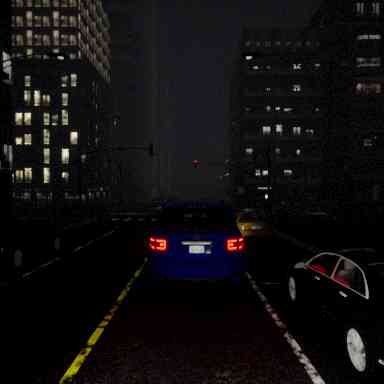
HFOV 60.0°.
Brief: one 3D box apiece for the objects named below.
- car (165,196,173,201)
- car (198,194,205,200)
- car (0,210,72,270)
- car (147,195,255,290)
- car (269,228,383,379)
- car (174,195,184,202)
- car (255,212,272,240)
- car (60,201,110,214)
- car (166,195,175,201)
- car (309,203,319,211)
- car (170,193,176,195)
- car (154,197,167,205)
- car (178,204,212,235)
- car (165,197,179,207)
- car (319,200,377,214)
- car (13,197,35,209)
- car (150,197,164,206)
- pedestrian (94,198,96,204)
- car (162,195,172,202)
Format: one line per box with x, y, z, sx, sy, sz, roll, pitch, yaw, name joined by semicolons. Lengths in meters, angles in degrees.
-5.712;1.567;82.828;1.802;1.307;4.206;-1;0;0;car
2.664;1.424;94.139;1.967;1.590;4.097;-1;0;0;car
-5.834;1.541;11.014;1.887;1.381;4.507;-1;0;0;car
0.095;1.219;9.226;2.150;2.045;5.566;0;0;0;car
2.806;1.549;5.313;2.008;1.369;4.403;-1;0;0;car
-3.010;1.511;78.351;2.128;1.511;4.902;0;0;0;car
2.804;1.521;16.772;1.752;1.417;4.829;-1;0;0;car
-10.952;1.553;34.326;4.718;1.301;1.895;1;1;1;car
-5.714;1.529;88.483;1.887;1.381;4.507;-1;0;0;car
16.308;1.622;39.737;4.403;1.369;2.008;0;0;1;car
-3.022;1.534;67.910;2.033;1.411;5.357;0;0;0;car
-5.710;1.553;60.210;1.947;1.339;4.313;-1;0;0;car
0.095;1.520;19.737;1.812;1.442;4.674;0;0;-2;car
-3.099;1.552;52.681;1.994;1.385;4.181;0;0;0;car
17.560;1.672;37.128;5.357;1.411;2.033;0;1;1;car
-21.667;1.274;40.230;4.829;1.417;1.752;0;0;1;car
-5.710;1.513;54.386;1.752;1.417;4.829;-1;0;0;car
-12.555;1.299;43.079;0.500;1.100;0.500;0;0;1;pedestrian
-5.712;1.530;77.174;1.887;1.381;4.507;-1;0;0;car
